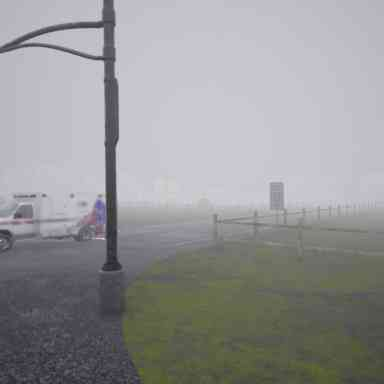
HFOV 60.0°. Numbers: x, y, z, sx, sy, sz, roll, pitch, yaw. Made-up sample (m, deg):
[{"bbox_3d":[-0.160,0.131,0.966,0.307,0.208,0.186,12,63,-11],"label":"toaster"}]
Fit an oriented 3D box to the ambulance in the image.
[{"bbox_3d":[-6.780,1.217,15.555,2.351,2.431,6.366,-1,-2,35],"label":"ambulance"}]
